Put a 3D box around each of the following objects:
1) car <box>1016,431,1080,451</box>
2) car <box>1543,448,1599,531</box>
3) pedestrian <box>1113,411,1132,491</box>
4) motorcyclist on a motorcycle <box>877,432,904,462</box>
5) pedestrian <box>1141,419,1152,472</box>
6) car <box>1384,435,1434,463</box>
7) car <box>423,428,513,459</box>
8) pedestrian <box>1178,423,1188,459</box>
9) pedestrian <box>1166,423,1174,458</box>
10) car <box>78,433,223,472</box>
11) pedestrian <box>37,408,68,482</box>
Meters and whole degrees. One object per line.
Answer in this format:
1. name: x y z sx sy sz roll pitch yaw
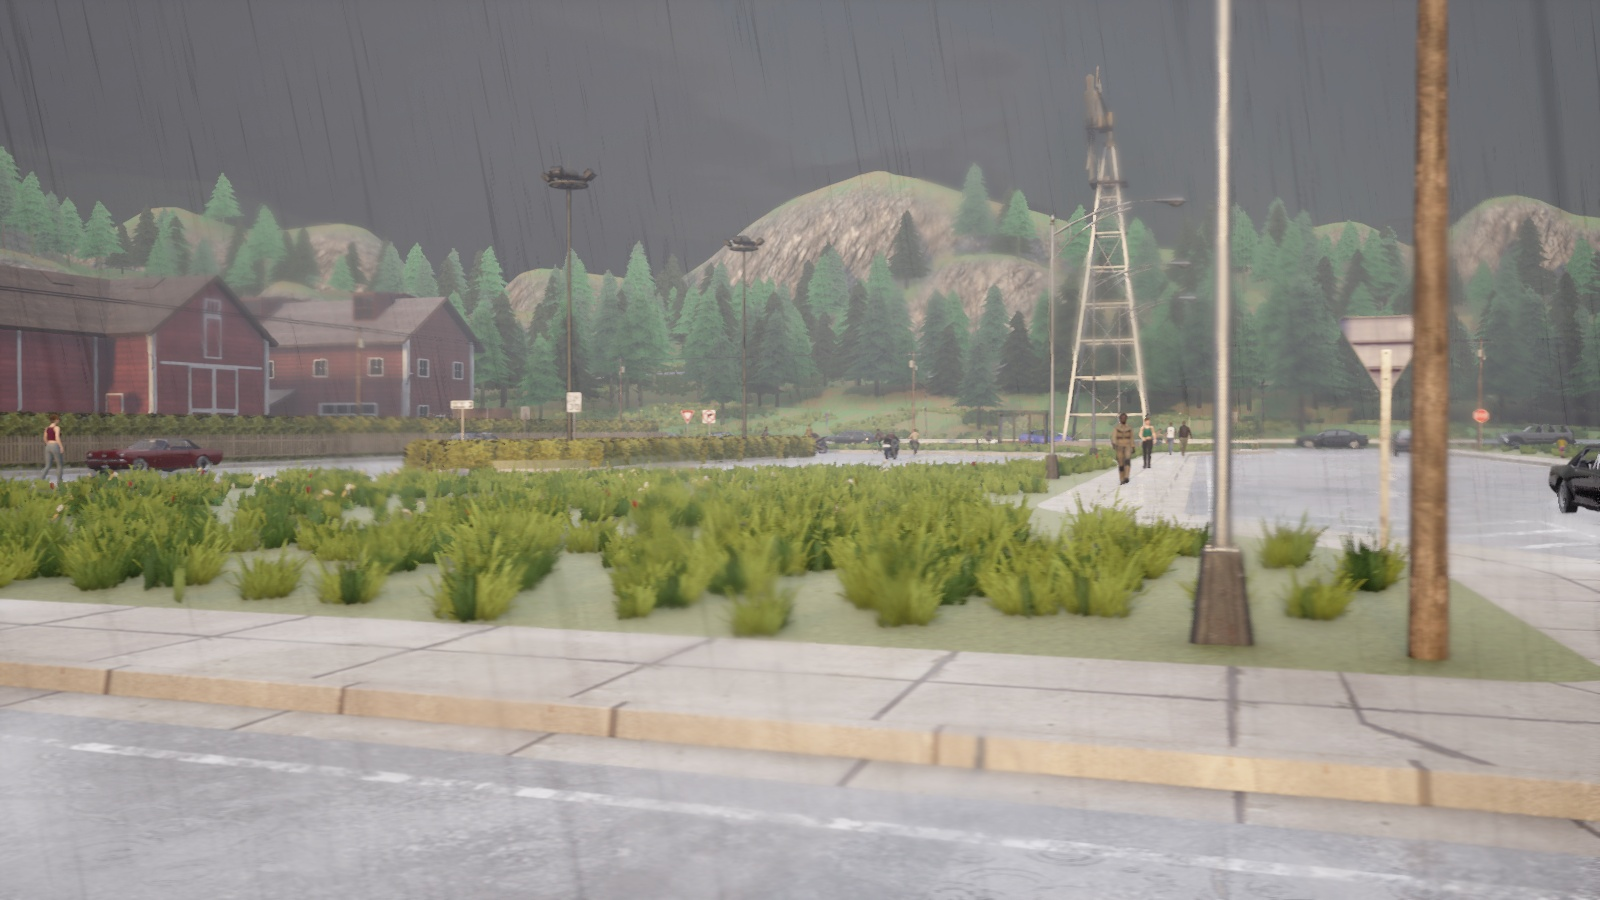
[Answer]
1. car: 18.976 -0.695 96.046 4.514 1.525 2.007 1 1 19
2. car: 14.288 0.654 21.294 1.895 1.301 4.718 1 1 18
3. pedestrian: 7.916 0.020 30.828 0.396 1.930 0.692 1 1 13
4. motorcyclist on a motorcycle: 4.651 -0.165 64.328 0.866 1.530 2.191 1 1 18
5. pedestrian: 12.121 -0.173 43.959 0.345 1.836 0.594 1 1 16
6. car: 33.186 -0.091 68.499 1.812 1.442 4.674 1 1 18
7. car: -17.085 -0.367 64.848 2.128 1.511 4.902 1 1 19
8. pedestrian: 19.319 -0.451 63.365 0.431 1.840 0.703 1 1 19
9. pedestrian: 19.732 -0.508 66.998 0.354 1.836 0.706 1 1 20
10. car: -23.522 0.056 45.705 1.895 1.301 4.718 1 1 19
11. pedestrian: -18.742 -0.132 31.491 0.345 1.836 0.594 1 1 16
